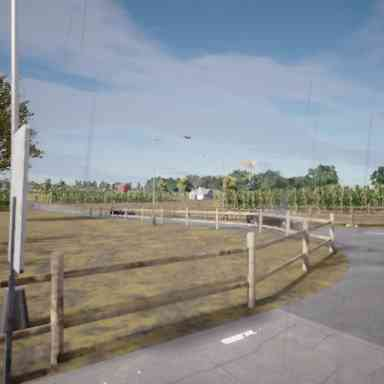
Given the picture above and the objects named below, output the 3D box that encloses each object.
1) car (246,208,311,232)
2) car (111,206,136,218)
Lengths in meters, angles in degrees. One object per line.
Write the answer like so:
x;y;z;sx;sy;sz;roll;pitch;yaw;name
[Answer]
5.953;1.879;23.230;2.128;1.511;4.902;3;-3;-36;car
-9.148;2.622;44.331;1.882;1.535;5.008;3;-3;-36;car
